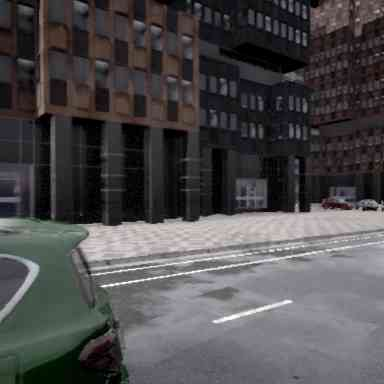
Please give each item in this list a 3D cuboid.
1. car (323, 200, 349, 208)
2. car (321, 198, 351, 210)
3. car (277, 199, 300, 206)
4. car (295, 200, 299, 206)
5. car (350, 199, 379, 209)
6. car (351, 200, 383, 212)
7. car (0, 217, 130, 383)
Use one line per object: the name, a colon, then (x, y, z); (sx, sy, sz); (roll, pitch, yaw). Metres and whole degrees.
car: (26.996, 2.205, 62.526); (1.802, 1.307, 4.206); (-1, 0, -36)
car: (23.207, 1.960, 53.159); (2.192, 1.841, 5.009); (-1, 0, -36)
car: (20.690, 2.208, 71.355); (1.887, 1.381, 4.507); (-1, 0, -36)
car: (17.001, 2.208, 61.853); (1.752, 1.417, 4.829); (-1, 0, -36)
car: (30.148, 2.044, 58.111); (1.967, 1.590, 4.097); (-1, 0, -36)
car: (26.363, 2.191, 48.744); (1.947, 1.339, 4.313); (-1, 0, -36)
car: (-3.046, 1.203, 1.511); (5.566, 2.045, 2.150); (1, 0, -35)
